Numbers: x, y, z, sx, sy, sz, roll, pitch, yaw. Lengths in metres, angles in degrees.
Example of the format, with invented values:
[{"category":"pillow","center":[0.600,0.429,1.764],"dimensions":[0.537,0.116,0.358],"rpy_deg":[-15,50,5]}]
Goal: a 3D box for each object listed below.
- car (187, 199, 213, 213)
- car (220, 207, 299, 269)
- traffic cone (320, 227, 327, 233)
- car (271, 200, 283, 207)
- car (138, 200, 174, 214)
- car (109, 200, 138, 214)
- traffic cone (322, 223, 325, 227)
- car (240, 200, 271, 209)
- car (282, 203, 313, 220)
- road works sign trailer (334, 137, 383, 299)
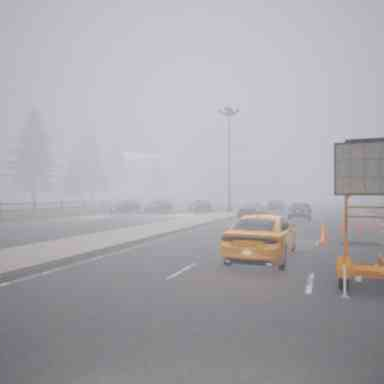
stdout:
[{"category":"car","center":[0.972,1.634,39.416],"dimensions":[2.128,1.511,4.902],"rpy_deg":[0,0,21]},{"category":"car","center":[2.438,1.515,11.486],"dimensions":[1.882,1.535,5.008],"rpy_deg":[0,0,22]},{"category":"traffic cone","center":[5.949,1.999,15.109],"dimensions":[0.340,0.580,0.340],"rpy_deg":[0,0,22]},{"category":"car","center":[10.301,1.677,40.804],"dimensions":[2.033,1.411,5.357],"rpy_deg":[0,0,21]},{"category":"car","center":[-3.663,1.649,37.203],"dimensions":[1.837,1.490,4.892],"rpy_deg":[0,0,22]},{"category":"car","center":[-7.366,1.643,37.361],"dimensions":[2.128,1.511,4.902],"rpy_deg":[0,0,22]},{"category":"traffic cone","center":[6.692,2.004,16.966],"dimensions":[0.340,0.580,0.340],"rpy_deg":[0,0,22]},{"category":"car","center":[4.917,1.615,27.091],"dimensions":[1.812,1.442,4.674],"rpy_deg":[0,0,22]},{"category":"car","center":[9.445,1.635,28.995],"dimensions":[2.033,1.411,5.357],"rpy_deg":[0,0,22]},{"category":"road works sign trailer","center":[4.727,0.485,8.063],"dimensions":[2.380,3.560,2.880],"rpy_deg":[0,0,22]}]
